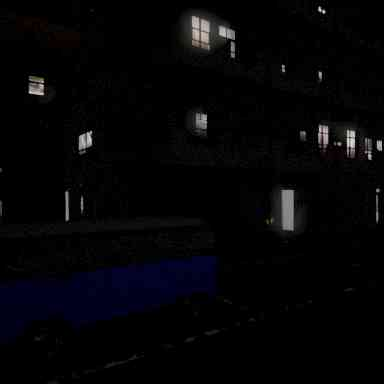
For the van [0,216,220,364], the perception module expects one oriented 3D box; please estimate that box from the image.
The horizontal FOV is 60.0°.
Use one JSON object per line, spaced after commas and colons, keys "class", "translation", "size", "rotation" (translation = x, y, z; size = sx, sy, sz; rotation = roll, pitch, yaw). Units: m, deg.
{"class": "van", "translation": [-1.411, 1.341, 5.559], "size": [3.998, 1.788, 1.690], "rotation": [0, 0, -35]}
